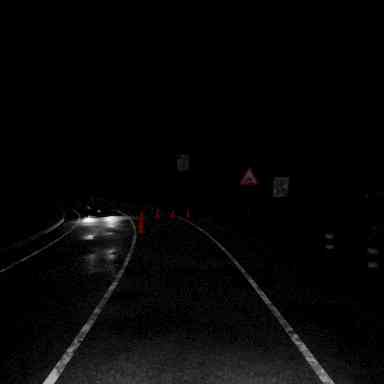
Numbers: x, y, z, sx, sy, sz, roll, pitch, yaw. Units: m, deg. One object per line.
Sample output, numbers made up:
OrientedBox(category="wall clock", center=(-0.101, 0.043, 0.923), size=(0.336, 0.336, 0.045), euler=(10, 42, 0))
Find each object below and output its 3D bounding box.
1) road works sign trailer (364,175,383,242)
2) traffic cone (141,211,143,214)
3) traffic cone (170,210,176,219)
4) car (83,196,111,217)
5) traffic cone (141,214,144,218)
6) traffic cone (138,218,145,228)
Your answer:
OrientedBox(category="road works sign trailer", center=(7.394, 0.814, 10.789), size=(2.380, 2.880, 3.560), euler=(43, 2, -1))
OrientedBox(category="traffic cone", center=(-2.956, 1.558, 19.702), size=(0.340, 0.580, 0.340), euler=(-1, 2, -8))
OrientedBox(category="traffic cone", center=(-1.257, 1.453, 21.944), size=(0.340, 0.580, 0.340), euler=(-1, 2, -7))
OrientedBox(category="car", center=(-7.427, 1.061, 25.810), size=(1.812, 1.442, 4.674), euler=(-2, 2, -21))
OrientedBox(category="traffic cone", center=(-2.683, 1.610, 17.721), size=(0.340, 0.580, 0.340), euler=(-1, 2, -8))
OrientedBox(category="traffic cone", center=(-2.410, 1.661, 15.740), size=(0.340, 0.580, 0.340), euler=(-1, 2, -8))
